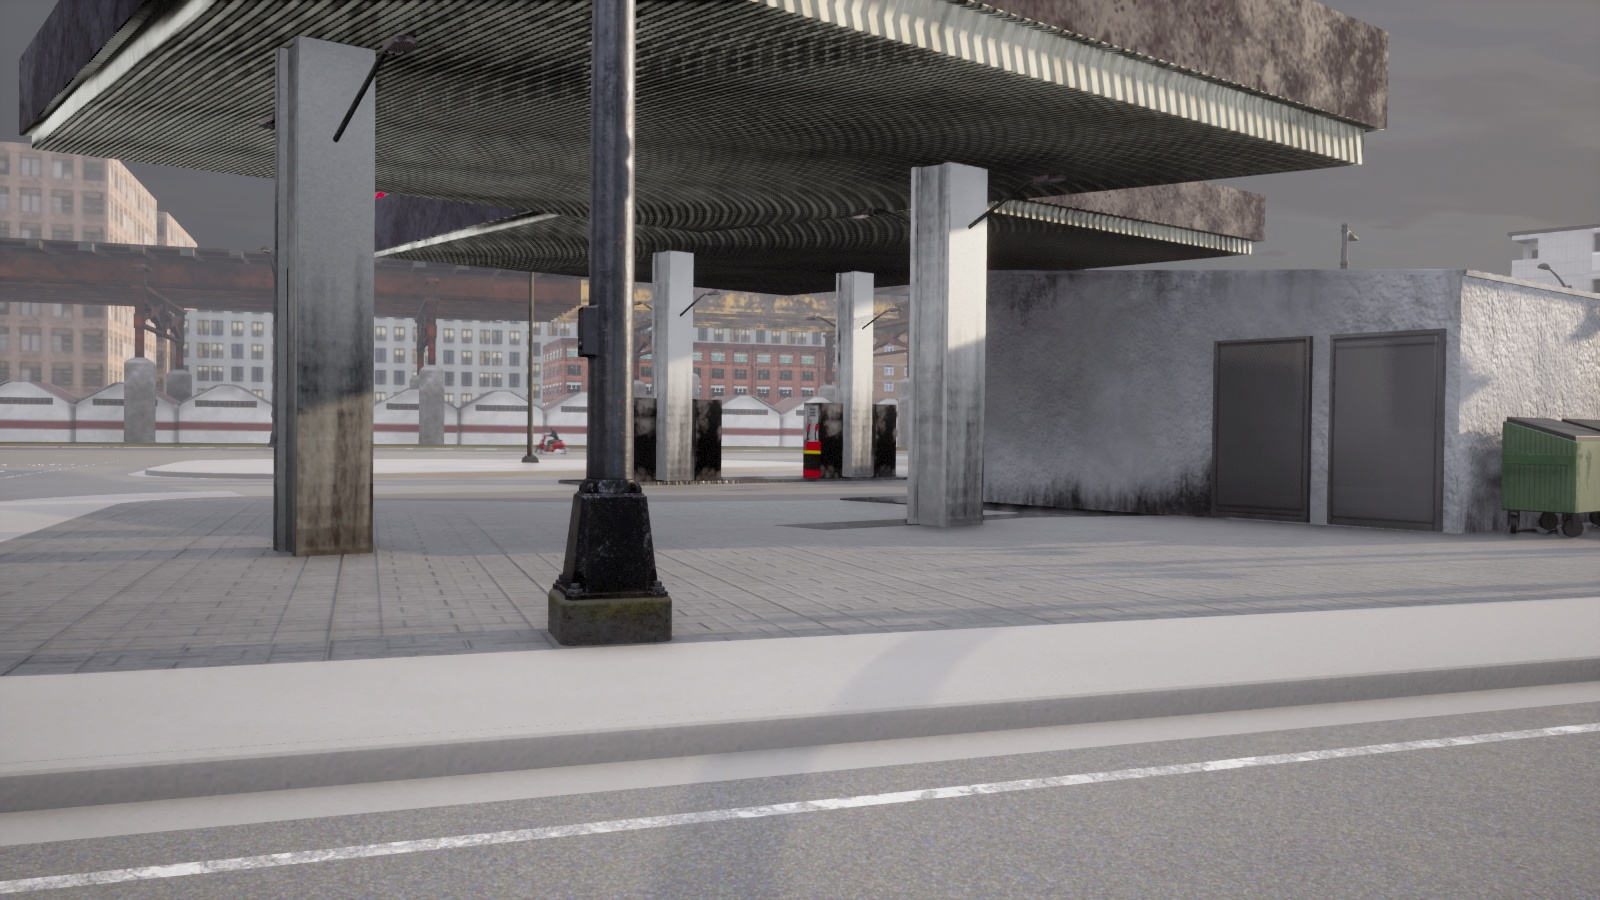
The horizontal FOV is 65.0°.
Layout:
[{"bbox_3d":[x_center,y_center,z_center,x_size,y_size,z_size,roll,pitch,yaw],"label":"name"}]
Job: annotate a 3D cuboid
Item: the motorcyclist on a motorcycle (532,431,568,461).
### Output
[{"bbox_3d":[-13.645,-0.215,68.482,1.817,1.590,0.866,-1,1,-19],"label":"motorcyclist on a motorcycle"}]
